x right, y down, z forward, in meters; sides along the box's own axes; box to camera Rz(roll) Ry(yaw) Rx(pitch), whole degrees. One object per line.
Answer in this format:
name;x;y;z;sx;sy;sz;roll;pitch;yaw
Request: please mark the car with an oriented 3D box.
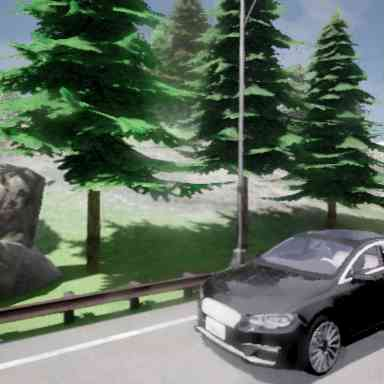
car;2.327;1.440;5.534;4.902;1.511;2.128;0;1;-34
